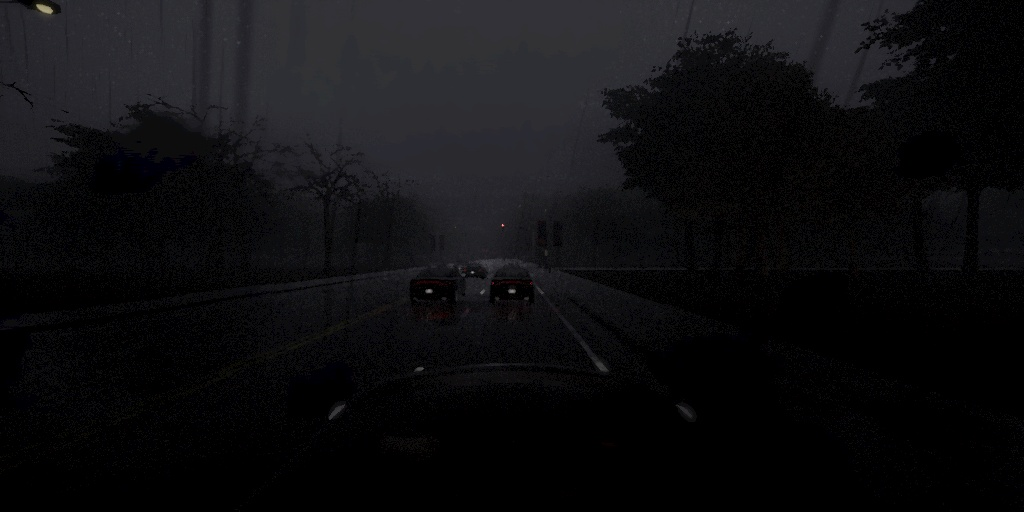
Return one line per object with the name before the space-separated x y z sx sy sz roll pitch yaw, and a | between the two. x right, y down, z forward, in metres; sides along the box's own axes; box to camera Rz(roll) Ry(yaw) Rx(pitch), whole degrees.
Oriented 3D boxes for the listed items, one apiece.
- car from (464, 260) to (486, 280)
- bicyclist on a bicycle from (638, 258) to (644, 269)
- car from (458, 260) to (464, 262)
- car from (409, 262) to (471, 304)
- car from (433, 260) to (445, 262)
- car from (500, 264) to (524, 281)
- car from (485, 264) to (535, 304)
car | -3.250 1.325 31.501 1.994 1.385 4.181 0 0 0
bicyclist on a bicycle | 18.128 1.045 50.456 0.582 1.620 1.656 0 0 0
car | -6.500 1.284 47.099 2.128 1.511 4.902 0 0 0
car | -3.250 1.234 16.501 1.882 1.535 5.008 0 0 0
car | -9.750 1.284 47.100 2.128 1.511 4.902 0 0 0
car | 0.000 1.369 31.530 1.895 1.301 4.718 0 0 0
car | 0.000 1.234 16.500 1.882 1.535 5.008 0 0 0
